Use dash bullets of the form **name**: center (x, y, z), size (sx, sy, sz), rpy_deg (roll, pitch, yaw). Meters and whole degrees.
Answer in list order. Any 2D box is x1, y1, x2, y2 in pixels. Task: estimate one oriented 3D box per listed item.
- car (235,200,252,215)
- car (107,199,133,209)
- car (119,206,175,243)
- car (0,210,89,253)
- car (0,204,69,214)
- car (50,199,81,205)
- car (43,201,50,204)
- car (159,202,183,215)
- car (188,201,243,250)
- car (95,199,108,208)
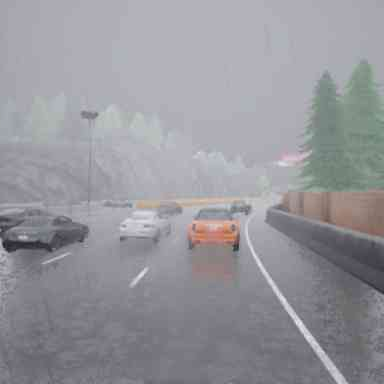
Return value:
- **car**: center (5.801, 1.708, 39.066), size (2.097, 1.767, 4.553), rpy_deg (0, -1, 16)
- **car**: center (-11.471, 1.986, 54.529), size (1.994, 1.385, 4.181), rpy_deg (0, 0, 20)
- **car**: center (-2.270, 1.662, 16.884), size (1.812, 1.442, 4.674), rpy_deg (0, 0, 7)
- **car**: center (-6.069, 1.664, 14.307), size (1.994, 1.385, 4.181), rpy_deg (0, 0, 5)
- **car**: center (-9.096, 1.630, 18.597), size (1.837, 1.490, 4.892), rpy_deg (0, -1, 7)
- **car**: center (-19.545, 1.879, 52.539), size (1.837, 1.490, 4.892), rpy_deg (0, 0, 19)
- **car**: center (-22.543, 1.945, 54.594), size (1.994, 1.385, 4.181), rpy_deg (0, 0, 19)
- **car**: center (-2.337, 1.789, 35.744), size (2.128, 1.511, 4.902), rpy_deg (0, -1, 14)
- **car**: center (1.076, 1.487, 15.264), size (2.097, 1.767, 4.553), rpy_deg (0, 0, 6)
- **car**: center (-14.576, 1.952, 56.265), size (1.812, 1.442, 4.674), rpy_deg (0, 0, 20)
